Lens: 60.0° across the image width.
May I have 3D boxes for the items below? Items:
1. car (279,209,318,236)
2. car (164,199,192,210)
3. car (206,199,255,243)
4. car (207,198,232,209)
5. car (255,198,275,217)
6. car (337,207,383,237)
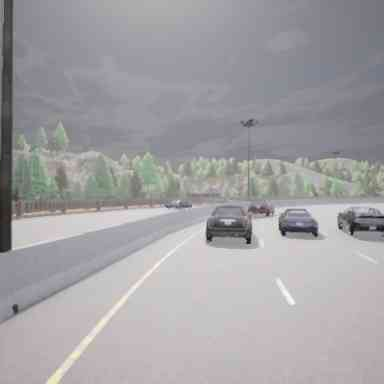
[{"bbox_3d":[6.098,1.655,19.371,1.994,1.385,4.181,0,0,13],"label":"car"},{"bbox_3d":[-1.943,1.773,48.153,2.033,1.411,5.357,0,0,28],"label":"car"},{"bbox_3d":[2.000,1.424,16.929,2.097,1.767,4.553,0,0,11],"label":"car"},{"bbox_3d":[4.349,1.757,52.076,1.837,1.490,4.892,0,-1,31],"label":"car"},{"bbox_3d":[7.186,1.504,34.081,2.097,1.767,4.553,0,0,22],"label":"car"},{"bbox_3d":[9.574,1.588,18.937,2.128,1.511,4.902,0,0,13],"label":"car"}]
